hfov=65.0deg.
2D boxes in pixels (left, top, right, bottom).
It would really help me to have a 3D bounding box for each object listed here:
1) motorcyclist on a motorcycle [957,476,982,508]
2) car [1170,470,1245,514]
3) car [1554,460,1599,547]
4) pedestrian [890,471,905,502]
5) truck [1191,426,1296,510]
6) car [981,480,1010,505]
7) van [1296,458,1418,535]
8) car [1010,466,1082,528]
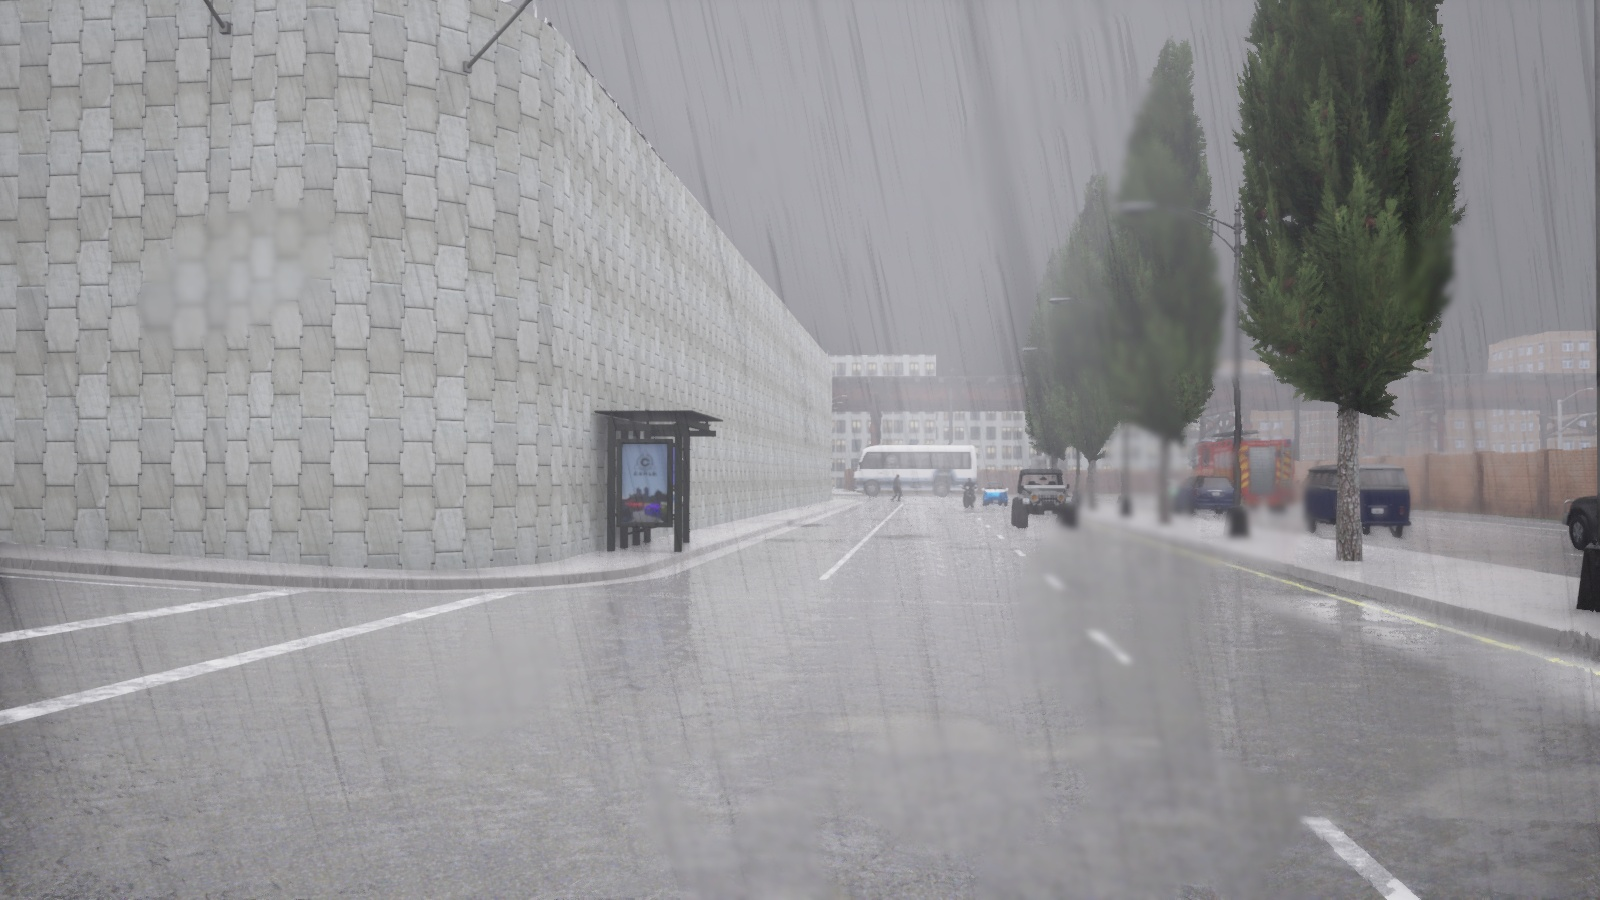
[{"bbox_3d":[8.725,2.152,64.696,0.866,1.590,1.817,-1,-1,20],"label":"motorcyclist on a motorcycle"},{"bbox_3d":[17.221,1.765,53.263,2.097,1.767,4.553,0,-1,6],"label":"car"},{"bbox_3d":[17.925,1.129,26.215,1.932,1.855,4.605,0,-1,6],"label":"car"},{"bbox_3d":[6.010,2.252,77.383,0.694,1.848,0.540,0,-1,-24],"label":"pedestrian"},{"bbox_3d":[21.605,0.905,61.718,2.891,3.827,8.468,0,-1,6],"label":"truck"},{"bbox_3d":[11.002,2.376,70.814,1.481,1.376,2.207,0,-2,6],"label":"car"},{"bbox_3d":[15.291,1.264,34.741,1.775,1.987,4.442,0,-1,6],"label":"van"},{"bbox_3d":[7.815,1.464,40.179,1.905,1.878,3.866,0,-1,6],"label":"car"}]
